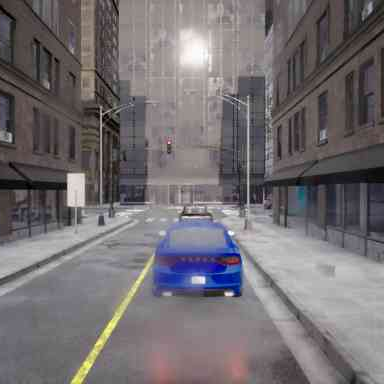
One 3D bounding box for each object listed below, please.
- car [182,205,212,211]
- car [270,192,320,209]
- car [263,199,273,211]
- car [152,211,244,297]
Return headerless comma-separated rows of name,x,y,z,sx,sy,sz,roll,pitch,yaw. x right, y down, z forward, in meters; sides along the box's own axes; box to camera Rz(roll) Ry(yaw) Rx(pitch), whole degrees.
car,0.181,1.480,19.057,2.128,1.511,4.902,0,0,-1
car,12.780,1.057,41.670,5.566,2.045,2.150,0,0,0
car,10.555,1.222,38.423,4.553,1.767,2.097,0,0,0
car,0.125,1.473,8.611,1.882,1.535,5.008,0,0,0
